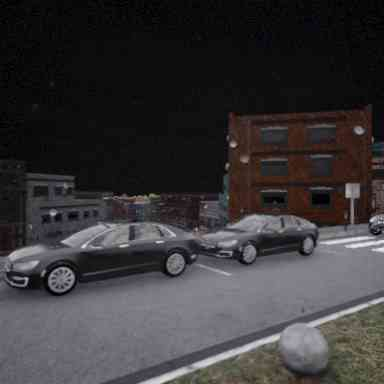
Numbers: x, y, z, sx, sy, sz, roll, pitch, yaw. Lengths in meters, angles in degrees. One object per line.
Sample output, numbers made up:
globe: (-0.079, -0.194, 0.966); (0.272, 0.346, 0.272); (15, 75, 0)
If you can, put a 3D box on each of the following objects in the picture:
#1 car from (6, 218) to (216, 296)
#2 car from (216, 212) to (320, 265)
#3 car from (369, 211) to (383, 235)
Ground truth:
car: (-2.066, 1.476, 8.693); (4.892, 1.521, 2.231); (0, 0, -34)
car: (2.501, 1.497, 11.794); (4.892, 1.521, 2.231); (0, 0, -34)
car: (11.563, 1.437, 17.926); (4.553, 1.767, 2.185); (0, 0, -34)
